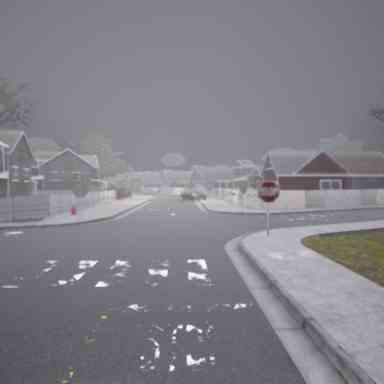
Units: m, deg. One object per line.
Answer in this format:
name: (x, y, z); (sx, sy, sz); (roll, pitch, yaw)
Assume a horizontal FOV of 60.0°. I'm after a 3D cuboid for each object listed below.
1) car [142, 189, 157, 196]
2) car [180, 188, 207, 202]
car: (-8.365, 0.059, 65.977); (1.895, 1.301, 4.718); (0, 1, -25)
car: (0.089, 0.256, 43.716); (2.097, 1.767, 4.553); (-4, 2, -26)
